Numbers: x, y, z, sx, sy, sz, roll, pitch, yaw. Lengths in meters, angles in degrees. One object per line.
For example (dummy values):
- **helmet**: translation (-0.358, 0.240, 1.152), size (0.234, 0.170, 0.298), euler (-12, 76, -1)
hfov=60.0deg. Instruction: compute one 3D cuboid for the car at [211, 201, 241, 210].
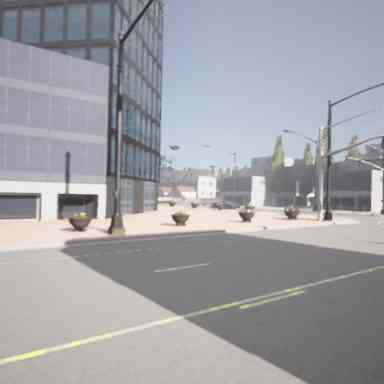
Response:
- **car**: translation (5.208, 2.029, 51.227), size (2.033, 1.411, 5.357), euler (2, -1, -35)
